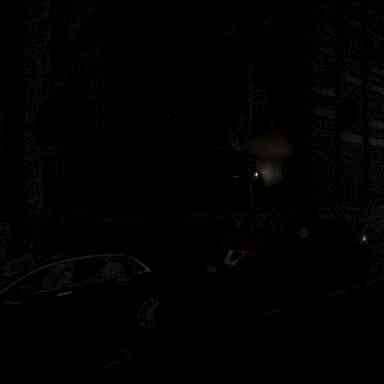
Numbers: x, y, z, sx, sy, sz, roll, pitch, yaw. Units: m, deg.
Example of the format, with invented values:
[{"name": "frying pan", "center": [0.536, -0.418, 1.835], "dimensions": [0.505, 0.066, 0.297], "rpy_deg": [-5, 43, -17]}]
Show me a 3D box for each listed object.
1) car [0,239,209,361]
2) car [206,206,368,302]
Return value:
[{"name": "car", "center": [-2.128, 1.549, 5.133], "dimensions": [4.403, 1.369, 2.008], "rpy_deg": [0, 0, -35]}, {"name": "car", "center": [2.465, 1.303, 8.407], "dimensions": [5.009, 1.841, 2.192], "rpy_deg": [0, 0, -35]}]
